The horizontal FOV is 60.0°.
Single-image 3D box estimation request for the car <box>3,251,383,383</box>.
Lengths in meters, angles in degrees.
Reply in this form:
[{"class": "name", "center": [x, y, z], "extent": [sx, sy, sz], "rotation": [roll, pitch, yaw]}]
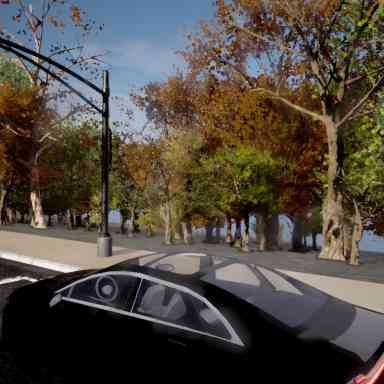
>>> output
[{"class": "car", "center": [-0.382, 1.491, 3.963], "extent": [4.902, 1.511, 2.128], "rotation": [0, 0, 36]}]
